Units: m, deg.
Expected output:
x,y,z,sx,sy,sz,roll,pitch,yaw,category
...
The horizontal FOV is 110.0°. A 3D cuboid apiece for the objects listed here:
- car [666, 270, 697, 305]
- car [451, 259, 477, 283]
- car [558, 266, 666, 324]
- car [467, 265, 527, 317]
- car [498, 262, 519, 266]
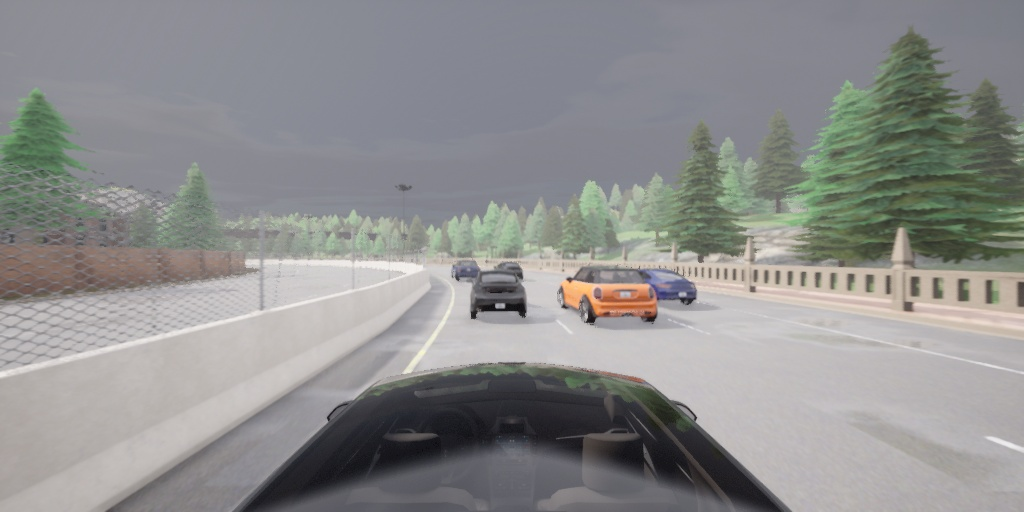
x,y,z,sx,sy,sz,roll,pitch,yaw,category
6.139,1.279,15.720,1.812,1.442,4.674,0,0,-6,car
-4.030,1.120,30.851,2.097,1.767,4.553,0,0,-15,car
3.001,1.106,12.203,2.097,1.767,4.553,0,0,-5,car
-0.598,1.261,13.193,1.837,1.490,4.892,0,0,-6,car
-0.413,1.270,30.972,1.837,1.490,4.892,0,0,-15,car
